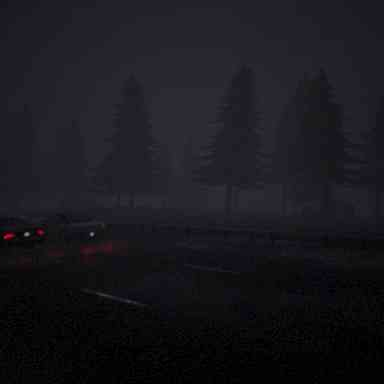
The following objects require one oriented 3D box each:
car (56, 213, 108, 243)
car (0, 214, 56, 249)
[{"bbox_3d":[-6.644,1.742,16.993,4.718,1.301,1.895,-1,0,32],"label":"car"},{"bbox_3d":[-8.404,1.685,13.969,5.357,1.411,2.033,-1,0,32],"label":"car"}]
